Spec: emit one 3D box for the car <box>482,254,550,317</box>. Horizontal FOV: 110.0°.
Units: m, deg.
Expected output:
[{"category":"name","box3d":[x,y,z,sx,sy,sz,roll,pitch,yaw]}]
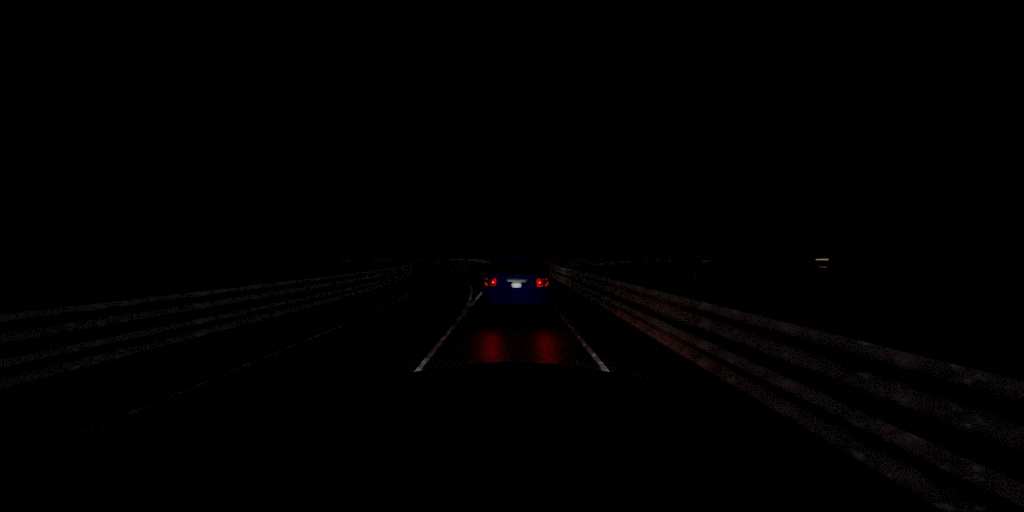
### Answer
[{"category":"car","box3d":[0.131,0.952,13.304,2.150,2.045,5.566,0,0,0]}]
